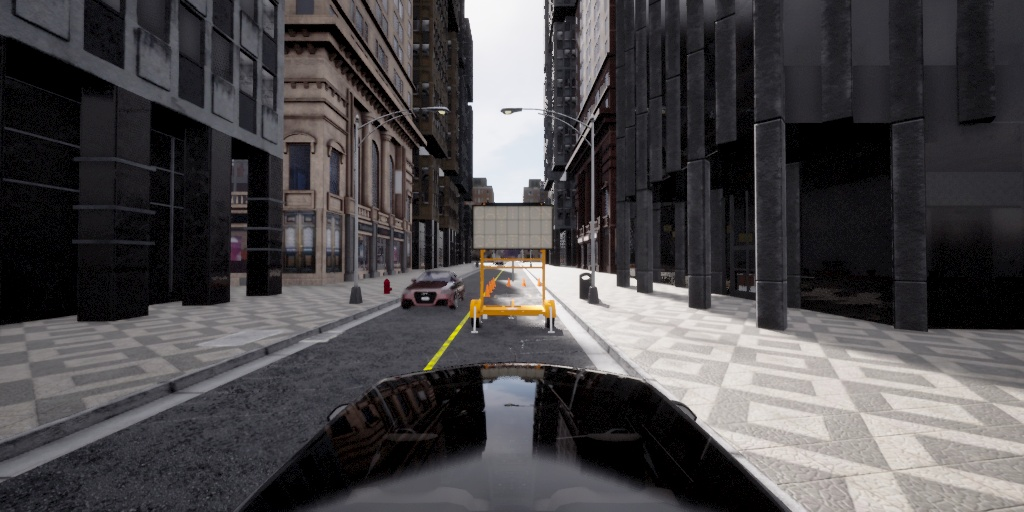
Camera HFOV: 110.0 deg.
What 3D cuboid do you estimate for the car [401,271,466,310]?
[{"bbox_3d":[-3.063,1.318,14.664,1.994,1.385,4.181,0,0,0],"label":"car"}]

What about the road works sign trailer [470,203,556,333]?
[{"bbox_3d":[0.027,0.217,10.723,2.380,3.560,2.880,0,0,0],"label":"road works sign trailer"}]
